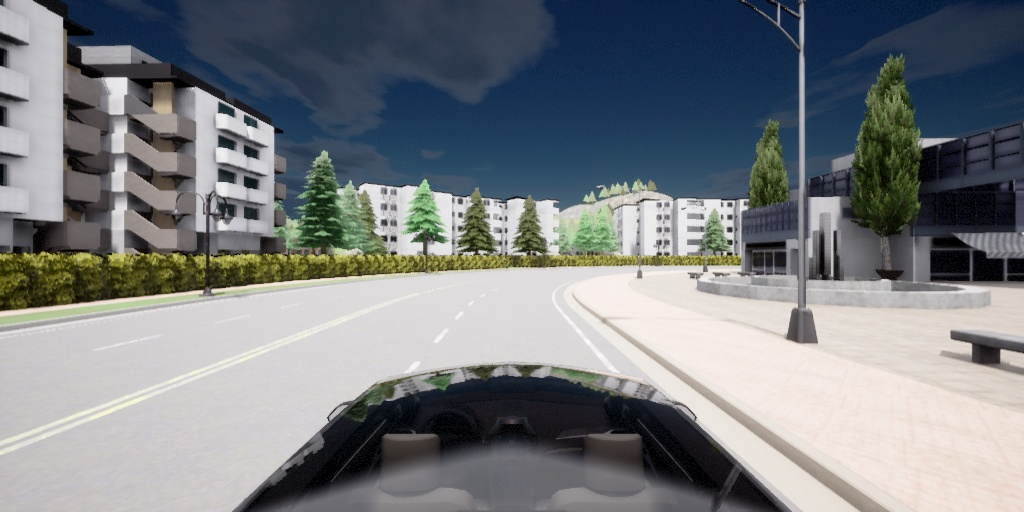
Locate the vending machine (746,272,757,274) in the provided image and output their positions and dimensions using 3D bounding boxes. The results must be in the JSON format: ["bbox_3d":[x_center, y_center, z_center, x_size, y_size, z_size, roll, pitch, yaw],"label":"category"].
[{"bbox_3d":[31.781,0.929,47.003,0.880,2.100,1.100,0,0,-12],"label":"vending machine"}]
